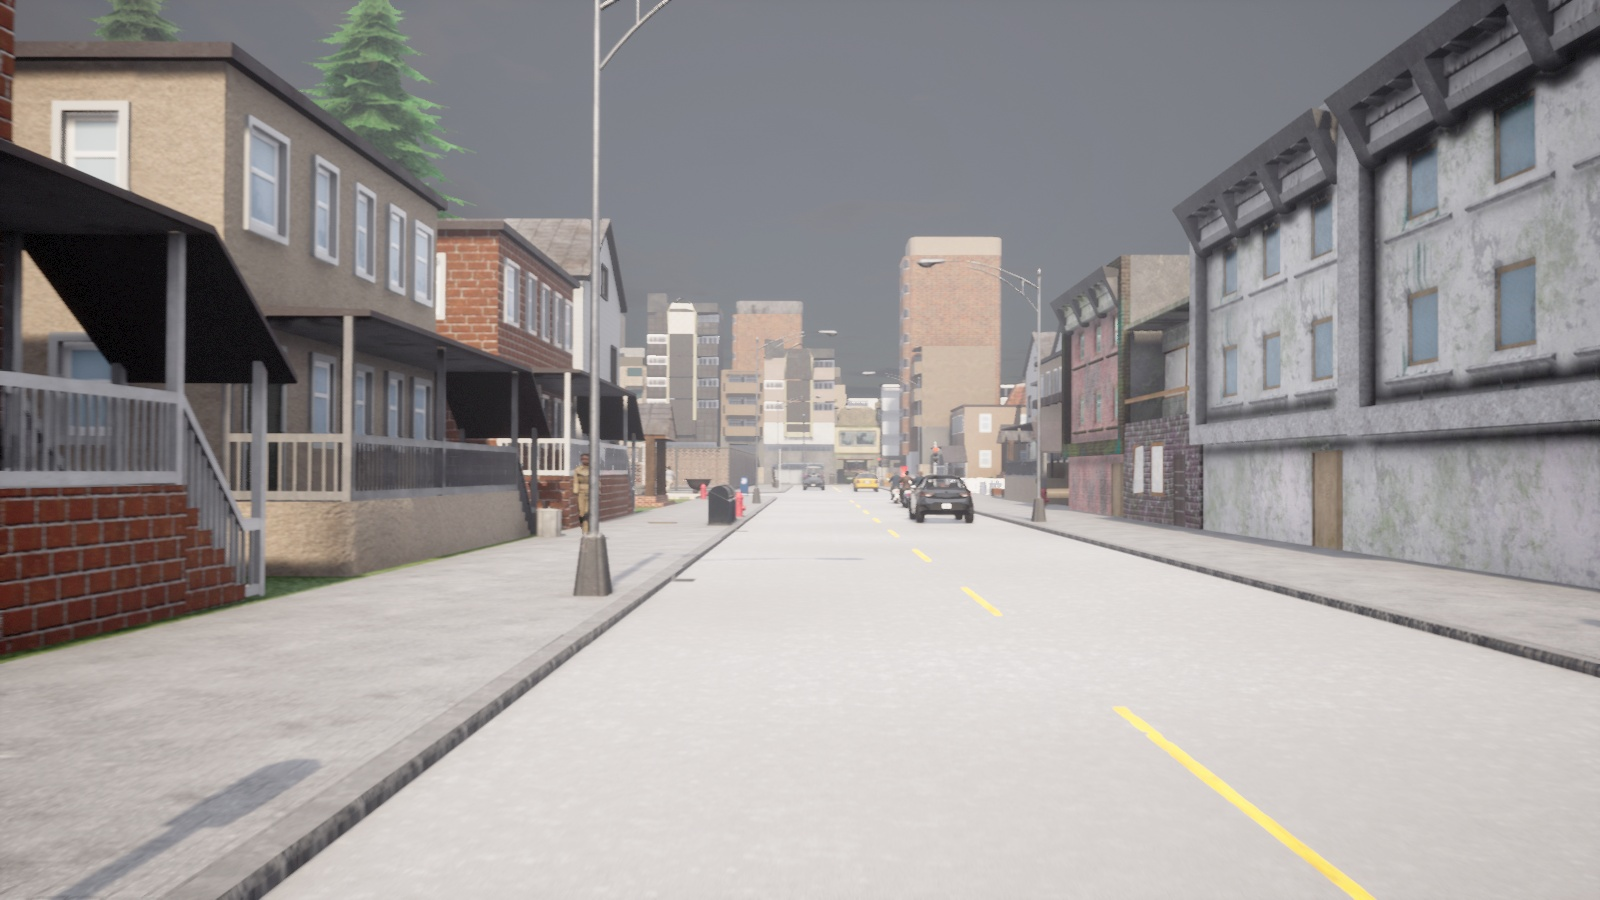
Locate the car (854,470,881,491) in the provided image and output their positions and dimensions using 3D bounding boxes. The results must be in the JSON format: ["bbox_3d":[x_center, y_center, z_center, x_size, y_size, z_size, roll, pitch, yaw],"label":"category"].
[{"bbox_3d":[5.168,2.354,96.572,1.801,1.575,5.366,0,-1,0],"label":"car"}]

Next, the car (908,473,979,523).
[{"bbox_3d":[4.465,1.477,39.620,1.816,1.474,4.193,0,-1,1],"label":"car"}]

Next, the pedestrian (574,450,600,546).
[{"bbox_3d":[-4.322,0.966,25.514,0.396,1.930,0.692,0,-1,0],"label":"pedestrian"}]

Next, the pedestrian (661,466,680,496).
[{"bbox_3d":[-8.061,1.923,78.080,0.874,1.855,0.900,-1,-1,20],"label":"pedestrian"}]
